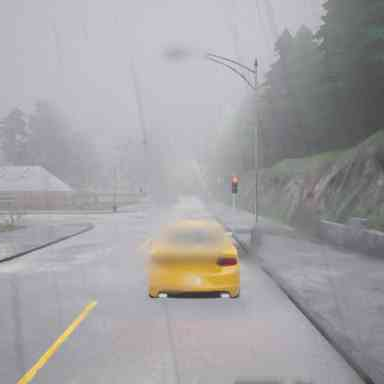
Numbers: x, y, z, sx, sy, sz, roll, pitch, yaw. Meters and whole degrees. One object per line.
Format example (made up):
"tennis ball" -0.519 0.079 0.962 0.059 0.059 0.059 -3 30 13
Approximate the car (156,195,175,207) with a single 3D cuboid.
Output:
"car" -4.060 1.352 49.499 2.097 1.767 4.553 0 0 0

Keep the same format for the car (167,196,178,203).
"car" -3.956 1.564 68.826 1.994 1.385 4.181 0 0 0

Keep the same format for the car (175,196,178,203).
"car" -4.035 1.564 58.817 1.994 1.385 4.181 0 0 0

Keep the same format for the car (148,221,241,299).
"car" 0.059 1.478 8.532 1.882 1.535 5.008 0 0 1
